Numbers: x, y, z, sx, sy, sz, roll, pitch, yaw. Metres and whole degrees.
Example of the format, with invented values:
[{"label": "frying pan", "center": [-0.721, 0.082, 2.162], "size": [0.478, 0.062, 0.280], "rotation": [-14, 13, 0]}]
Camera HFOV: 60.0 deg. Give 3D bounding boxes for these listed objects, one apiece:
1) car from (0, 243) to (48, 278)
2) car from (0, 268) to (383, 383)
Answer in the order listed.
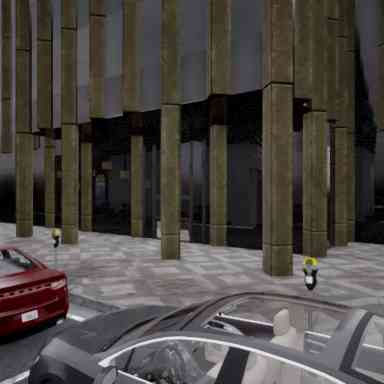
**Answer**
[{"label": "car", "center": [-4.016, 1.544, 5.789], "size": [4.507, 1.381, 1.887], "rotation": [0, 0, 35]}, {"label": "car", "center": [0.427, 1.551, 2.654], "size": [4.403, 1.369, 2.008], "rotation": [0, 0, 35]}]
